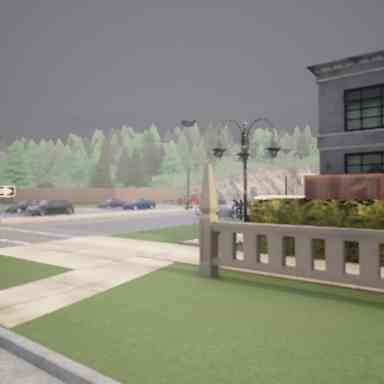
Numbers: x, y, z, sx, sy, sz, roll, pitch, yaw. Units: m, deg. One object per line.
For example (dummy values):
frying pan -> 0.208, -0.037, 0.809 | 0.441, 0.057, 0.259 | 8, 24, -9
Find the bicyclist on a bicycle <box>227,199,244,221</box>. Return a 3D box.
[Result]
bicyclist on a bicycle -> 3.369, 1.362, 25.192 | 1.656, 1.620, 0.582 | -1, 0, 36

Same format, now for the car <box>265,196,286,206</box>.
car -> 15.064, 1.594, 60.017 | 1.882, 1.535, 5.008 | 0, 0, 36

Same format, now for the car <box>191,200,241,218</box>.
car -> 2.242, 1.682, 30.392 | 1.895, 1.301, 4.718 | 0, 0, 36

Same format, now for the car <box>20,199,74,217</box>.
car -> -14.288, 1.510, 33.503 | 2.097, 1.767, 4.553 | 0, 0, 36

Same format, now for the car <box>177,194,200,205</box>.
car -> -0.568, 1.400, 64.040 | 2.150, 2.045, 5.566 | 0, 0, 36

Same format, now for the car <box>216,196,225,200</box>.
car -> 4.029, 1.509, 58.498 | 2.097, 1.767, 4.553 | 0, 0, 37

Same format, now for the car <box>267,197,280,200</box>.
car -> 11.996, 1.700, 49.774 | 1.895, 1.301, 4.718 | 0, 0, 37

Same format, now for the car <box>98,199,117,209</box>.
car -> -11.675, 1.720, 48.946 | 1.812, 1.442, 4.674 | 0, 0, 36

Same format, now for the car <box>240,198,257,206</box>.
car -> 9.076, 1.608, 51.712 | 2.128, 1.511, 4.902 | 0, 0, 36

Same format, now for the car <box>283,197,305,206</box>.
car -> 17.892, 1.646, 57.955 | 2.033, 1.411, 5.357 | 0, 0, 36

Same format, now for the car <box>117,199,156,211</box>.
car -> -6.920, 1.636, 43.602 | 1.882, 1.535, 5.008 | 0, 0, 36

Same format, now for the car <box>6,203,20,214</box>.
car -> -19.029, 1.685, 38.870 | 2.128, 1.511, 4.902 | 0, 0, 36
